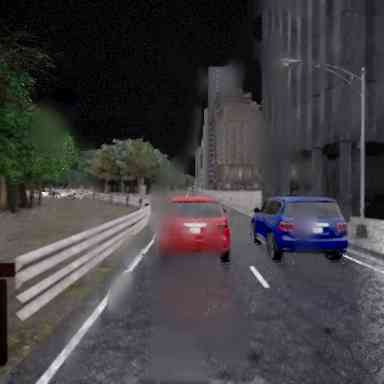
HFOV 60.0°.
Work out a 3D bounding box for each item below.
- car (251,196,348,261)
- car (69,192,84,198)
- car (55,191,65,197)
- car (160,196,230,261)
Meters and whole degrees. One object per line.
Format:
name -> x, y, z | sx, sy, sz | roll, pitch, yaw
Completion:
car -> 3.599, 1.167, 12.153 | 2.150, 2.045, 5.566 | 0, 0, 1
car -> -26.909, 0.653, 77.111 | 5.008, 1.535, 1.882 | 2, 2, 44
car -> -34.046, 0.445, 84.502 | 1.895, 1.301, 4.718 | -1, 2, -39
car -> 0.094, 1.168, 12.113 | 2.150, 2.045, 5.566 | 0, 0, 0
